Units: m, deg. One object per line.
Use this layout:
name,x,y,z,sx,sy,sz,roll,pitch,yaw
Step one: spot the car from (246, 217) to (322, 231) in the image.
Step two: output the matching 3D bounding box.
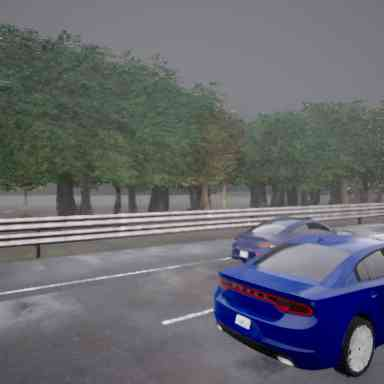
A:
car,3.291,1.502,10.281,4.674,1.442,1.812,0,0,-35

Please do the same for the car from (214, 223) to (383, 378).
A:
car,2.663,1.463,5.586,5.008,1.535,1.882,0,0,-35
